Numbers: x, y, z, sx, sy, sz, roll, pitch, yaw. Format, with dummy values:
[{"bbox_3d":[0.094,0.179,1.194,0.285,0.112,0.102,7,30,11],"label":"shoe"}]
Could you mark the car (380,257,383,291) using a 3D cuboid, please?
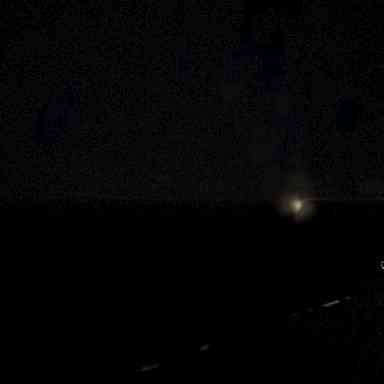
[{"bbox_3d":[6.162,1.465,7.527,5.008,1.535,1.882,0,0,-36],"label":"car"}]
